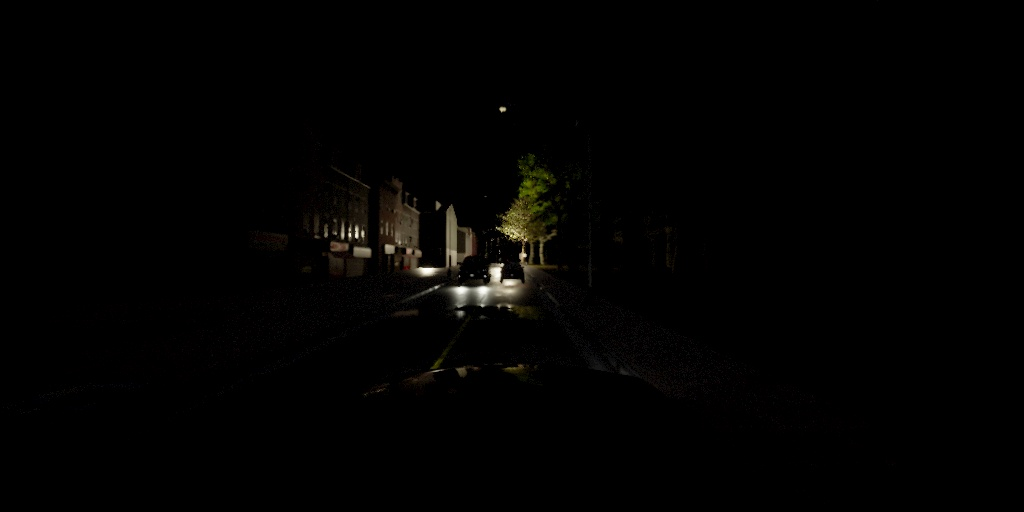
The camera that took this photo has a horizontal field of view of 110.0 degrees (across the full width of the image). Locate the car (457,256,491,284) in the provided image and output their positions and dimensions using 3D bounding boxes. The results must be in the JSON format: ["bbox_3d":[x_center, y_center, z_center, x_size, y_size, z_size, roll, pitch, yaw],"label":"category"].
[{"bbox_3d":[-2.805,1.005,27.844,2.150,2.045,5.566,0,0,0],"label":"car"}]

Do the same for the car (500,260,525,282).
[{"bbox_3d":[0.021,1.269,29.165,1.882,1.535,5.008,0,0,0],"label":"car"}]
